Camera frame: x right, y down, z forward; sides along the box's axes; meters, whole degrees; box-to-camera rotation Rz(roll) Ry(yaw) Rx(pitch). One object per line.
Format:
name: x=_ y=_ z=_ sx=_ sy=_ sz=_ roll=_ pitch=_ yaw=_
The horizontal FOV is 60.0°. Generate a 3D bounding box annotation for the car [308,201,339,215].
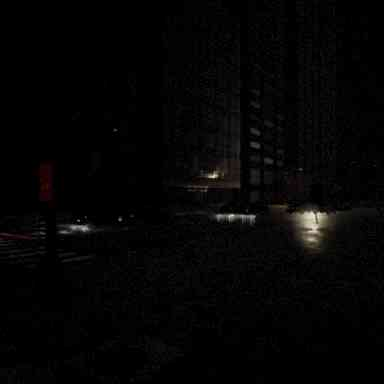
car: x=16.568 y=2.044 z=41.670 sx=1.837 sy=1.490 sz=4.892 roll=0 pitch=-1 yaw=36

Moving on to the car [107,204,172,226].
car: x=-3.571 y=1.684 z=25.174 sx=2.128 sy=1.511 sz=4.902 roll=0 pitch=-1 yaw=36

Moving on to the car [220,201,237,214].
car: x=5.464 y=1.936 z=43.177 sx=1.882 sy=1.535 sz=5.008 roll=0 pitch=-1 yaw=36

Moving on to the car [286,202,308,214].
car: x=14.159 y=2.089 z=43.886 sx=2.033 sy=1.411 sz=5.357 roll=0 pitch=-1 yaw=36

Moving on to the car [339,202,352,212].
car: x=22.603 y=2.226 z=50.088 sx=2.033 sy=1.411 sz=5.357 roll=0 pitch=-1 yaw=36

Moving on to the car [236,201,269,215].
car: x=7.871 y=1.947 z=40.961 sx=2.128 sy=1.511 sz=4.902 roll=0 pitch=-1 yaw=36

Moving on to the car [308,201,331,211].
car: x=19.971 y=2.167 z=51.994 sx=2.128 sy=1.511 sz=4.902 roll=0 pitch=-1 yaw=36

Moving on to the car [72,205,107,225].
car: x=-6.707 y=1.725 z=26.395 sx=2.033 sy=1.411 sz=5.357 roll=0 pitch=-1 yaw=36
